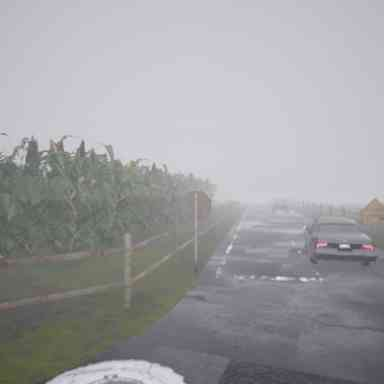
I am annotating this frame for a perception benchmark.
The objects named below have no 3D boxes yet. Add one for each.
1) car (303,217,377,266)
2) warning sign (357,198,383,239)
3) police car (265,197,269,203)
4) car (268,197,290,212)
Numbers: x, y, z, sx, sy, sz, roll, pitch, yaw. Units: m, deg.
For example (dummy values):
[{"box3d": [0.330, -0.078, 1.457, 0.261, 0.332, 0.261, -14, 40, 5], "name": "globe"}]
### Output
[{"box3d": [5.113, 1.627, 11.994, 2.033, 1.411, 5.357, 0, 0, 16], "name": "car"}, {"box3d": [8.598, 1.211, 15.618, 1.300, 1.860, 1.060, 0, 0, 11], "name": "warning sign"}, {"box3d": [20.055, 1.943, 84.802, 1.930, 1.638, 5.238, 0, 0, 11], "name": "police car"}, {"box3d": [11.309, 1.623, 42.832, 2.097, 1.767, 4.553, 0, 0, 11], "name": "car"}]
